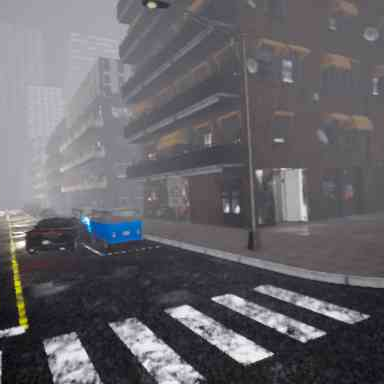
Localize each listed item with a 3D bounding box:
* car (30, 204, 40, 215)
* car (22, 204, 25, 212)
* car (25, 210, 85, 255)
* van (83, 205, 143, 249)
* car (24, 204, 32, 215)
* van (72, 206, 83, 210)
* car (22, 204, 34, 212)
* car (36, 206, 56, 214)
[{"bbox_3d":[-22.855,2.954,50.061,1.752,1.417,4.829,-5,0,-29],"label":"car"},{"bbox_3d":[-33.697,3.424,69.472,2.192,1.841,5.009,-5,0,-29],"label":"car"},{"bbox_3d":[-6.111,1.869,15.577,1.882,1.535,5.008,-2,0,-8],"label":"car"},{"bbox_3d":[-3.695,1.567,15.678,1.690,1.788,3.998,-5,0,-29],"label":"van"},{"bbox_3d":[-28.243,3.081,59.692,2.192,1.841,5.009,-5,0,-29],"label":"car"},{"bbox_3d":[-6.422,1.738,20.569,1.690,1.788,3.998,-5,0,-29],"label":"van"},{"bbox_3d":[-39.152,3.768,79.253,2.192,1.841,5.009,-5,0,-29],"label":"car"},{"bbox_3d":[-17.314,2.662,40.132,1.802,1.307,4.206,-5,0,-29],"label":"car"}]
